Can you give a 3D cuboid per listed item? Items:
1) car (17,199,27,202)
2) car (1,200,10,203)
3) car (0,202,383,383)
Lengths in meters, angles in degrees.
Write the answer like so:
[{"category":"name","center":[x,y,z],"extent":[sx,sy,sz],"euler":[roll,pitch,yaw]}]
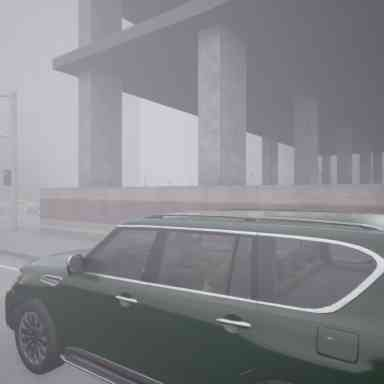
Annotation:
[{"category":"car","center":[-14.331,1.547,33.461],"extent":[2.128,1.511,4.902],"euler":[0,0,36]},{"category":"car","center":[-18.380,1.533,33.815],"extent":[1.882,1.535,5.008],"euler":[0,0,36]},{"category":"car","center":[0.066,1.221,3.937],"extent":[5.566,2.045,2.150],"euler":[0,0,36]}]
